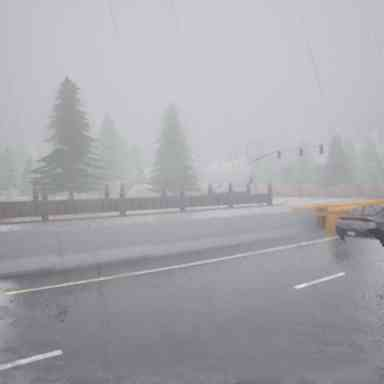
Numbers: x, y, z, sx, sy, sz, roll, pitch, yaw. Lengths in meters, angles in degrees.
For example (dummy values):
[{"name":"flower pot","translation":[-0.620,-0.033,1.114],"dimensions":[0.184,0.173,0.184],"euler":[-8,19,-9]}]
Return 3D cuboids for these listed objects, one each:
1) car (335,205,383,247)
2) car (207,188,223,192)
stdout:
[{"name":"car","translation":[7.924,1.273,13.805],"dimensions":[4.902,1.511,2.128],"euler":[-2,1,-35]},{"name":"car","translation":[4.500,0.271,65.618],"dimensions":[2.150,2.045,5.566],"euler":[-2,1,-35]}]
